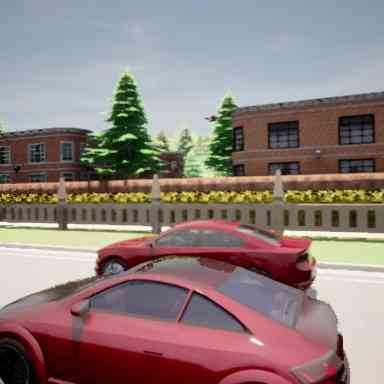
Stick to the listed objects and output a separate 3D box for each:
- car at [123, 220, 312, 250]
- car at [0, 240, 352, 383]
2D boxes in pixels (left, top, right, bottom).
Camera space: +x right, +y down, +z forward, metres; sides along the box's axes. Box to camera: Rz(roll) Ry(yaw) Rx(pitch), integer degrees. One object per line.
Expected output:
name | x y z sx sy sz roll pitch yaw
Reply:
car | 0.148 1.384 7.524 5.008 1.535 1.882 -1 1 22
car | -0.413 1.521 3.984 4.181 1.385 1.994 -1 1 22
